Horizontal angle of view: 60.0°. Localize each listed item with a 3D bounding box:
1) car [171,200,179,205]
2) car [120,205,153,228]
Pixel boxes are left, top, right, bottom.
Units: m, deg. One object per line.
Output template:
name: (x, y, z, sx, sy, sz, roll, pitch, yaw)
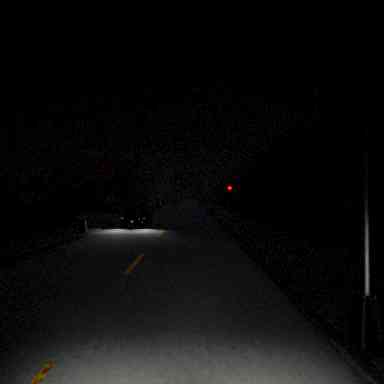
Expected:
car: (-3.893, 2.597, 77.478, 2.033, 1.411, 5.357, 0, -1, 0)
car: (-3.995, 1.774, 24.588, 1.837, 1.490, 4.892, 0, -1, 0)
